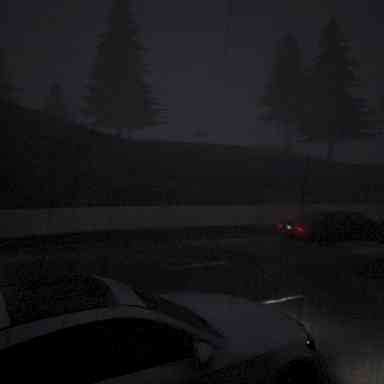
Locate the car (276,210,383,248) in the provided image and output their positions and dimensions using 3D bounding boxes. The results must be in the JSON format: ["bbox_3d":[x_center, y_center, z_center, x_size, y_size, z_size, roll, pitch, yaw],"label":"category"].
[{"bbox_3d":[6.323,1.491,14.256,5.357,1.411,2.033,0,0,-18],"label":"car"}]

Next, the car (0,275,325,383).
[{"bbox_3d":[-0.871,1.502,2.850,4.674,1.442,1.812,0,0,-33],"label":"car"}]
